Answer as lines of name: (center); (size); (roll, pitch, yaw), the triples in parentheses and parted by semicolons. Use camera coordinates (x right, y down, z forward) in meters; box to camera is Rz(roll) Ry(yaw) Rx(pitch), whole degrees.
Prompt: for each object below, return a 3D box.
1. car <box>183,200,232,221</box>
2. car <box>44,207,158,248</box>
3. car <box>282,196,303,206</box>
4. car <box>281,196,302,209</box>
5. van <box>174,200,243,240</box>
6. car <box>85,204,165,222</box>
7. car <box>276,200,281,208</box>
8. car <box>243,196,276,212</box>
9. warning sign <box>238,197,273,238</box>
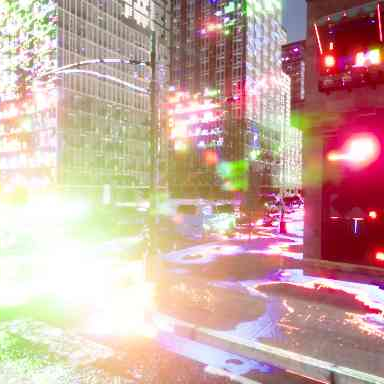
car: (1.411, 1.448, 27.942); (1.812, 1.442, 4.674); (1, 1, 35)
car: (-3.904, 1.598, 14.873); (1.895, 1.301, 4.718); (1, 1, 35)
car: (16.184, 1.364, 53.348); (1.752, 1.417, 4.829); (1, 1, 35)
car: (13.030, 1.439, 44.303); (2.033, 1.411, 5.357); (1, 1, 36)
van: (0.787, 1.368, 17.017); (1.690, 1.788, 3.998); (1, 1, 35)
car: (-3.844, 1.541, 20.505); (1.895, 1.301, 4.718); (1, 1, 35)
car: (9.899, 1.294, 44.448); (1.967, 1.590, 4.097); (1, 1, 35)
car: (6.839, 1.384, 35.611); (1.882, 1.535, 5.008); (1, 1, 35)
warning sign: (3.072, 1.177, 16.130); (1.300, 1.860, 1.060); (1, 1, 35)
